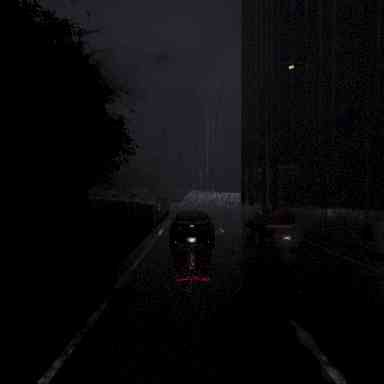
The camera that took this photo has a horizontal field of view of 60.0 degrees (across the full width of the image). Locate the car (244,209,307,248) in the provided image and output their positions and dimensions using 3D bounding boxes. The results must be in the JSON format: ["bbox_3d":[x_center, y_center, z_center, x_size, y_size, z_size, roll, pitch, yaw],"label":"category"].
[{"bbox_3d":[3.500,1.490,14.651,2.128,1.511,4.902,0,0,0],"label":"car"}]

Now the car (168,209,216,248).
[{"bbox_3d":[0.000,1.511,14.651,1.837,1.490,4.892,0,0,0],"label":"car"}]
